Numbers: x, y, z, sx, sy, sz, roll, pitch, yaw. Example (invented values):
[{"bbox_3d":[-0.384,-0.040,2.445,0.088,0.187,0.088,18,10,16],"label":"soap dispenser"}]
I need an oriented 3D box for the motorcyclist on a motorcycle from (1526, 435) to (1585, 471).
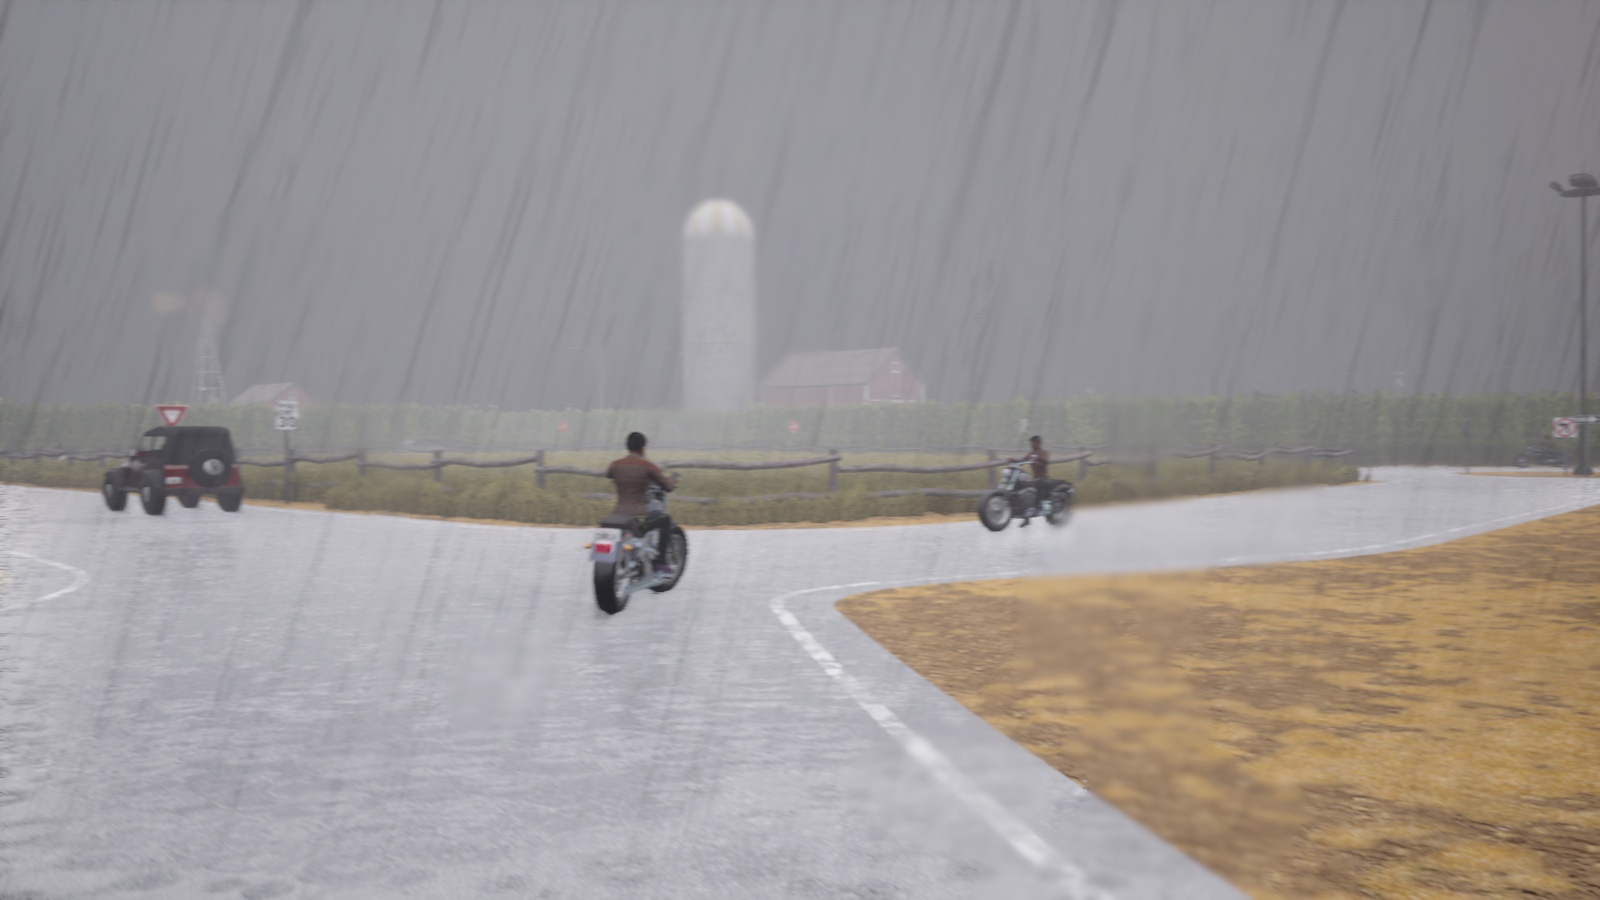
[{"bbox_3d":[35.626,0.148,59.272,2.350,1.649,0.766,0,2,27],"label":"motorcyclist on a motorcycle"}]

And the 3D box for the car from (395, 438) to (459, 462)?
[{"bbox_3d":[-24.946,-0.020,84.103,1.789,1.549,3.705,0,1,45],"label":"car"}]

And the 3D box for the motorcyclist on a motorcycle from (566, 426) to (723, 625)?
[{"bbox_3d":[-1.391,0.631,11.759,0.766,1.649,2.350,2,0,10],"label":"motorcyclist on a motorcycle"}]

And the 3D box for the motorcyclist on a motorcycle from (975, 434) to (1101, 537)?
[{"bbox_3d":[4.063,0.560,21.297,2.350,1.649,0.766,-1,1,-40],"label":"motorcyclist on a motorcycle"}]

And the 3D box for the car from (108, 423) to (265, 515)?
[{"bbox_3d":[-13.551,0.373,27.640,3.866,1.878,1.905,0,1,44],"label":"car"}]
